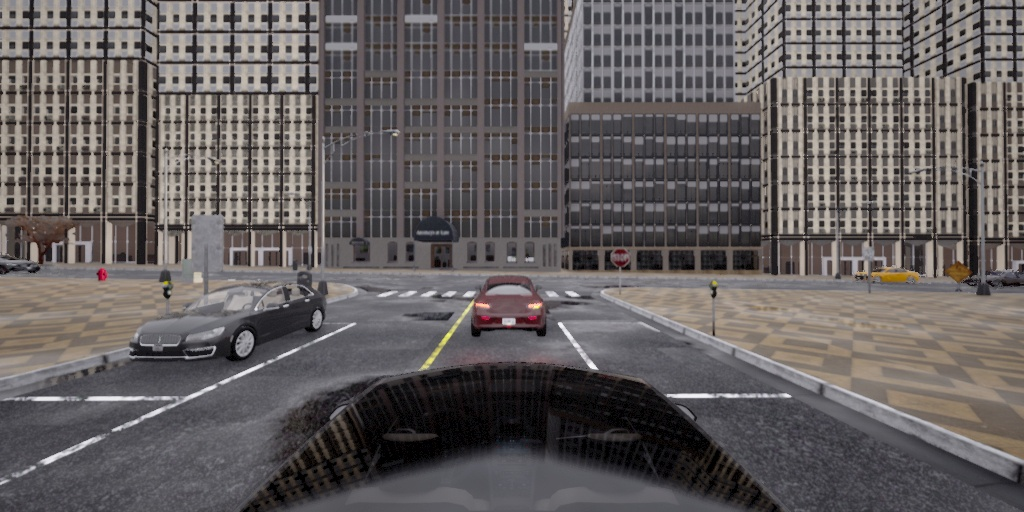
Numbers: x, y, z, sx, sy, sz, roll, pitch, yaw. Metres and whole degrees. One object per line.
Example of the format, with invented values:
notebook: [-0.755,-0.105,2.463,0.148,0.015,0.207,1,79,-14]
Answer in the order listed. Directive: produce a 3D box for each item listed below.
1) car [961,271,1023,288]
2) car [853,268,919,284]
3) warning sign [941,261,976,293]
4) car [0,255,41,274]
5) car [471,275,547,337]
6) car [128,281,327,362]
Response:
car: [41.896,1.985,30.574,5.357,1.411,2.033,1,-1,0]
car: [35.219,1.835,33.854,5.008,1.535,1.882,1,-1,0]
warning sign: [26.372,1.218,21.165,1.060,1.860,1.300,0,0,0]
car: [-38.927,0.620,27.210,4.674,1.442,1.812,1,0,0]
car: [-0.094,1.264,10.144,1.812,1.442,4.674,0,0,-1]
car: [-5.891,1.291,8.115,2.007,1.370,4.403,0,0,-1]
